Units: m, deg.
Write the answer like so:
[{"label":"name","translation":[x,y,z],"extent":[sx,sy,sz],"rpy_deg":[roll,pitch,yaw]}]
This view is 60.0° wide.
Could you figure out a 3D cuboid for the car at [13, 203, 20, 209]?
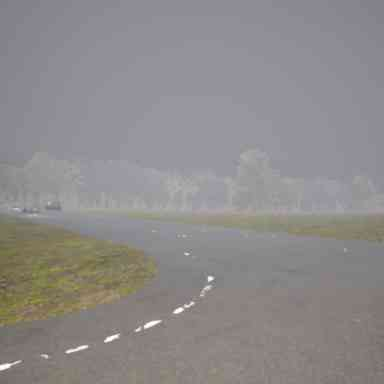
[{"label":"car","translation":[-42.717,3.357,81.334],"extent":[2.128,1.511,4.902],"rpy_deg":[3,-3,-32]}]

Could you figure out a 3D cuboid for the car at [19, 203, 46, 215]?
[{"label":"car","translation":[-23.313,2.483,48.449],"extent":[2.128,1.511,4.902],"rpy_deg":[3,-3,-35]}]

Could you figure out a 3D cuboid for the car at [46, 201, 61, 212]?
[{"label":"car","translation":[-27.878,2.898,66.774],"extent":[2.150,2.045,5.566],"rpy_deg":[4,-3,-36]}]
